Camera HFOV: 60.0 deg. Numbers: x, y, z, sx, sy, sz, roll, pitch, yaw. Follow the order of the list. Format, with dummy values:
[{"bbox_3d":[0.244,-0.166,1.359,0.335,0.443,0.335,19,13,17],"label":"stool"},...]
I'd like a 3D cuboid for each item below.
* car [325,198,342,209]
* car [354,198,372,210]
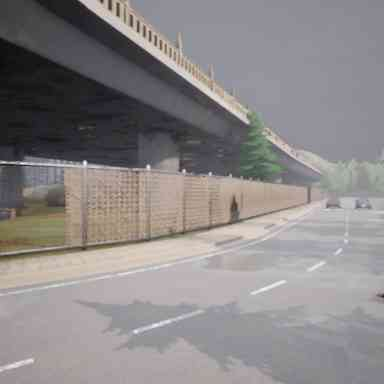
[{"bbox_3d":[19.435,1.539,45.586,1.837,1.490,4.892,0,0,26],"label":"car"},{"bbox_3d":[21.832,1.525,42.487,2.128,1.511,4.902,0,0,26],"label":"car"}]
